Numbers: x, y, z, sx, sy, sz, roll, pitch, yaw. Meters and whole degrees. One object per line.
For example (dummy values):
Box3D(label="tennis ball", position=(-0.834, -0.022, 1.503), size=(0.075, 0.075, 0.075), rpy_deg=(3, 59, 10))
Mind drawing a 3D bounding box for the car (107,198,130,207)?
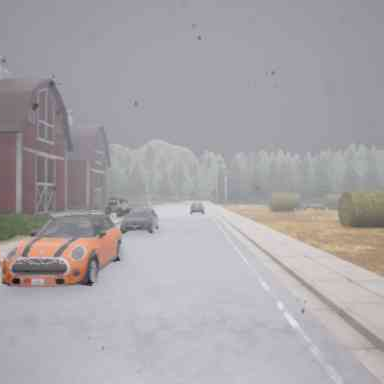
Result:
Box3D(label="car", position=(-7.247, 1.588, 33.853), size=(1.905, 1.878, 3.866), rpy_deg=(8, -4, -41))

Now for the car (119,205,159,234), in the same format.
Box3D(label="car", position=(-3.249, 1.791, 21.597), size=(1.837, 1.490, 4.892), rpy_deg=(0, -1, 1))

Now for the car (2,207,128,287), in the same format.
Box3D(label="car", position=(-3.485, 1.480, 9.835), size=(2.097, 1.767, 4.553), rpy_deg=(0, -1, 1))

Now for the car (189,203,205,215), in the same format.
Box3D(label="car", position=(0.654, 2.106, 42.319), size=(2.033, 1.411, 5.357), rpy_deg=(0, -1, 0))
